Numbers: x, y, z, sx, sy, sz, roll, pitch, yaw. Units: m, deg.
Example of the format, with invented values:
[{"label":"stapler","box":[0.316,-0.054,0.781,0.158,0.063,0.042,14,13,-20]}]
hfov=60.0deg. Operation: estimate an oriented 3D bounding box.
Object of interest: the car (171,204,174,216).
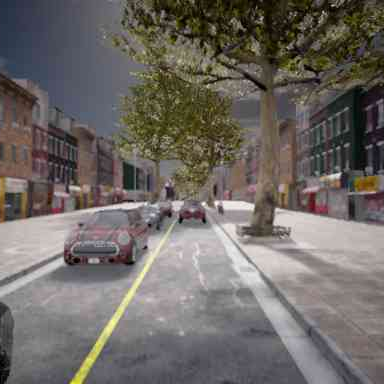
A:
[{"label":"car","box":[-2.773,1.598,31.526,1.882,1.535,5.008,0,0,1]}]

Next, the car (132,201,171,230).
[{"label":"car","box":[-2.798,1.571,21.698,2.128,1.511,4.902,0,0,0]}]

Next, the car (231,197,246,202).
[{"label":"car","box":[12.182,1.823,83.478,4.829,1.417,1.752,-1,-1,0]}]

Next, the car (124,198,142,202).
[{"label":"car","box":[-14.831,2.140,83.301,4.507,1.381,1.887,-1,-1,0]}]

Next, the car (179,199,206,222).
[{"label":"car","box":[0.049,1.452,27.163,2.097,1.767,4.553,0,0,0]}]

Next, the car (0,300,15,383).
[{"label":"car","box":[-2.842,1.515,1.691,1.837,1.490,4.892,0,-1,0]}]

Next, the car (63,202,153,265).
[{"label":"car","box":[-2.814,1.398,11.829,2.097,1.767,4.553,0,0,0]}]

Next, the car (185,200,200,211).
[{"label":"car","box":[0.092,1.752,44.442,1.994,1.385,4.181,0,0,0]}]
